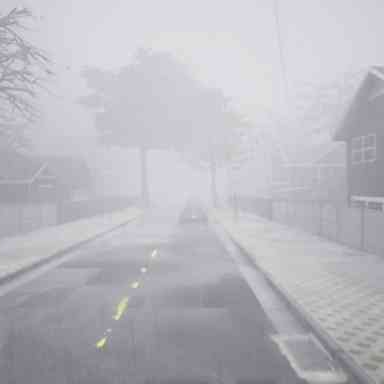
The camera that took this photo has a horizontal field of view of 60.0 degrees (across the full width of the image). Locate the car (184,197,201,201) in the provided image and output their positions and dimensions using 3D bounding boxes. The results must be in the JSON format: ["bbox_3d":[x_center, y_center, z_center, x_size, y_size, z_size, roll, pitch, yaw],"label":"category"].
[{"bbox_3d":[0.101,1.362,42.190,2.097,1.767,4.553,0,0,0],"label":"car"}]

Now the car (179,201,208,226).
[{"bbox_3d":[0.098,1.569,23.759,1.994,1.385,4.181,0,0,0],"label":"car"}]
